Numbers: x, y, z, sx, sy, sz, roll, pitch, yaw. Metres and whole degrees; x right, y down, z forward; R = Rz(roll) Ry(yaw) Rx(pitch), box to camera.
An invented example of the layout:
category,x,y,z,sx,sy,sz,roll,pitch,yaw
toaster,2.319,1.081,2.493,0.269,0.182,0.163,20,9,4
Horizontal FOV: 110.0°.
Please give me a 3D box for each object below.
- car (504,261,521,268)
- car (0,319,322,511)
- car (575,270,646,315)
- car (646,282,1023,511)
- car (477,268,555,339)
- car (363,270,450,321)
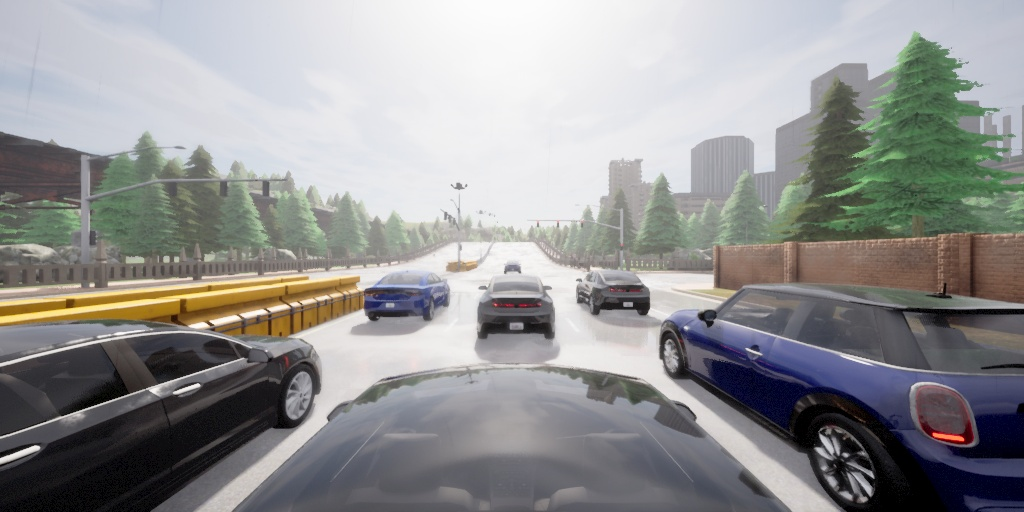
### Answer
category,x,y,z,sx,sy,sz,roll,pitch,yaw
car,0.073,1.275,41.457,1.812,1.442,4.674,0,0,0
car,-3.400,1.255,2.750,1.837,1.490,4.892,0,0,0
car,3.616,1.255,13.491,1.837,1.490,4.892,0,0,1
car,3.601,1.102,4.406,2.097,1.767,4.553,0,0,0
car,0.097,1.254,10.057,1.837,1.490,4.892,0,0,0
car,-3.402,1.227,12.480,1.882,1.535,5.008,0,0,0
